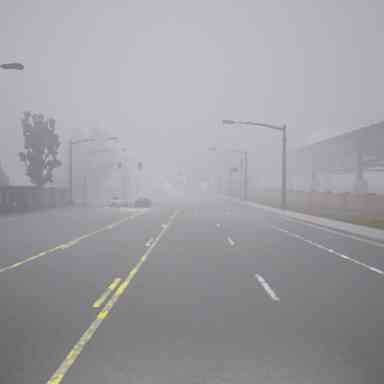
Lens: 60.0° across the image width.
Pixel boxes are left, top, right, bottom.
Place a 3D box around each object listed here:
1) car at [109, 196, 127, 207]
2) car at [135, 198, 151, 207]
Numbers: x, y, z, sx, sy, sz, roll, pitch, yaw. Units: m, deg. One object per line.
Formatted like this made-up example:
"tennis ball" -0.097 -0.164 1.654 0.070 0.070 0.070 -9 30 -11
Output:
"car" -10.499 1.375 47.690 1.812 1.442 4.674 0 1 0
"car" -7.000 1.468 47.661 1.895 1.301 4.718 0 1 0
